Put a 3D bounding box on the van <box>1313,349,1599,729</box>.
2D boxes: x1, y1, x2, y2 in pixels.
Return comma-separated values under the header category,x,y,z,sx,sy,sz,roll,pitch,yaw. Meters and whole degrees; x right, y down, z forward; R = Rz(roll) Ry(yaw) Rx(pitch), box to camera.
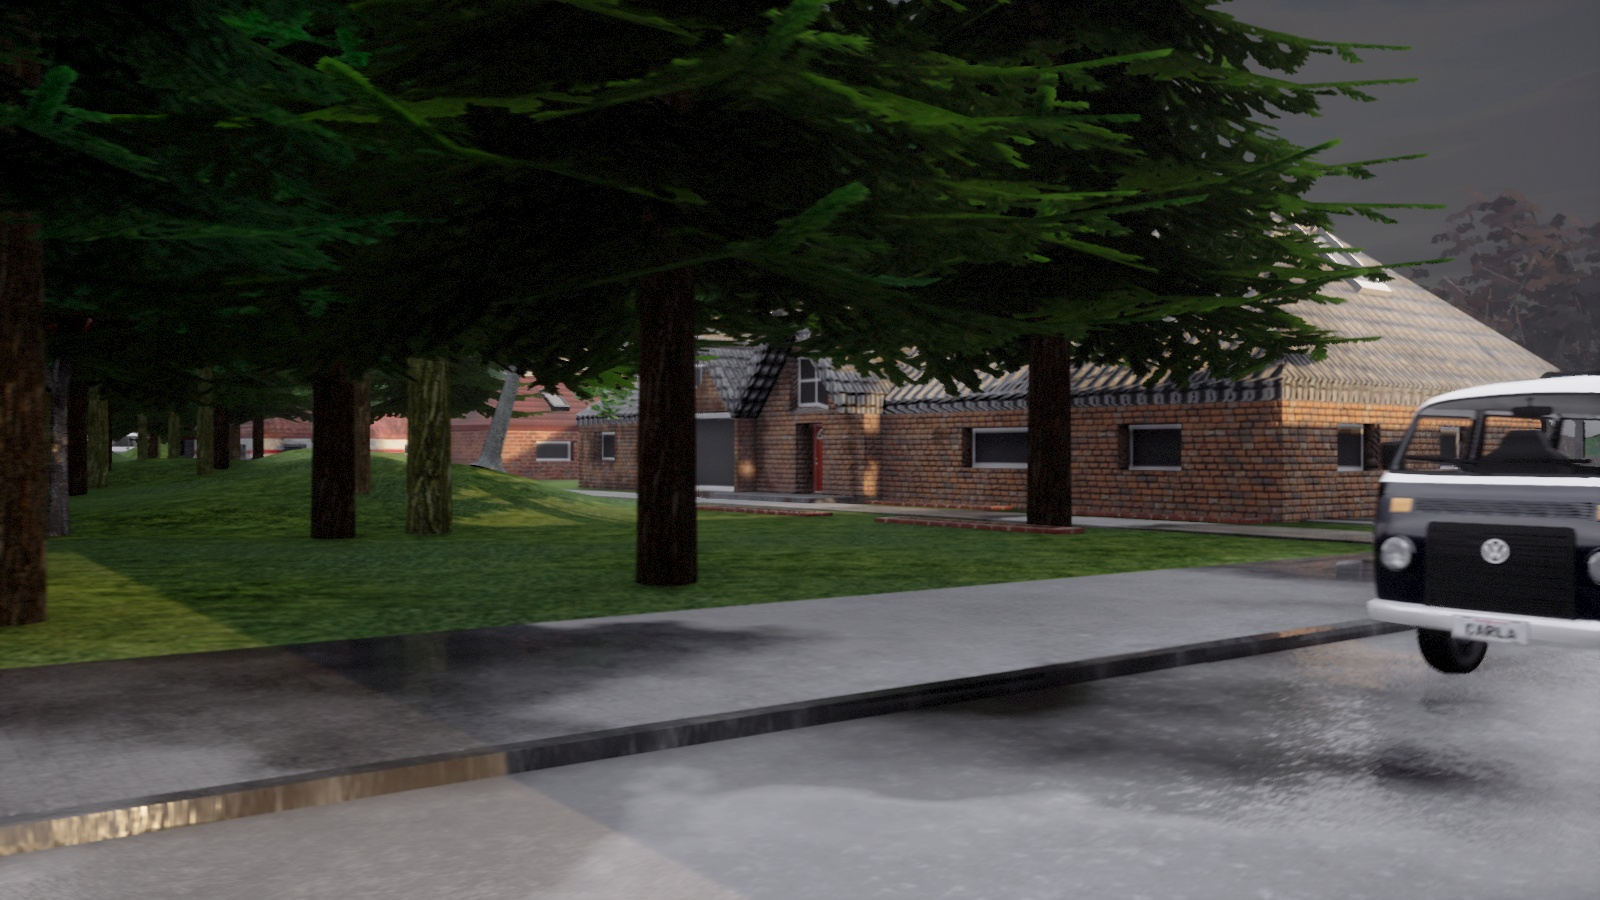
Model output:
category,x,y,z,sx,sy,sz,roll,pitch,yaw
van,5.721,0.478,8.580,4.480,2.038,2.069,0,0,-36
